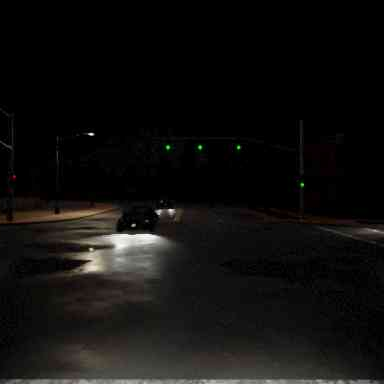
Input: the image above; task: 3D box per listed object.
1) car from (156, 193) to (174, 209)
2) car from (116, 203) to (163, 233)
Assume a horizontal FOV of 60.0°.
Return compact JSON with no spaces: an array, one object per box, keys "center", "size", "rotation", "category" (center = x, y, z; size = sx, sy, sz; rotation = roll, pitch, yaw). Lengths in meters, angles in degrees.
[{"center":[-3.683,1.215,45.929],"size":[2.150,2.045,5.566],"rotation":[0,1,-5],"category":"car"},{"center":[-3.056,1.565,19.557],"size":[1.994,1.385,4.181],"rotation":[0,0,1],"category":"car"}]
